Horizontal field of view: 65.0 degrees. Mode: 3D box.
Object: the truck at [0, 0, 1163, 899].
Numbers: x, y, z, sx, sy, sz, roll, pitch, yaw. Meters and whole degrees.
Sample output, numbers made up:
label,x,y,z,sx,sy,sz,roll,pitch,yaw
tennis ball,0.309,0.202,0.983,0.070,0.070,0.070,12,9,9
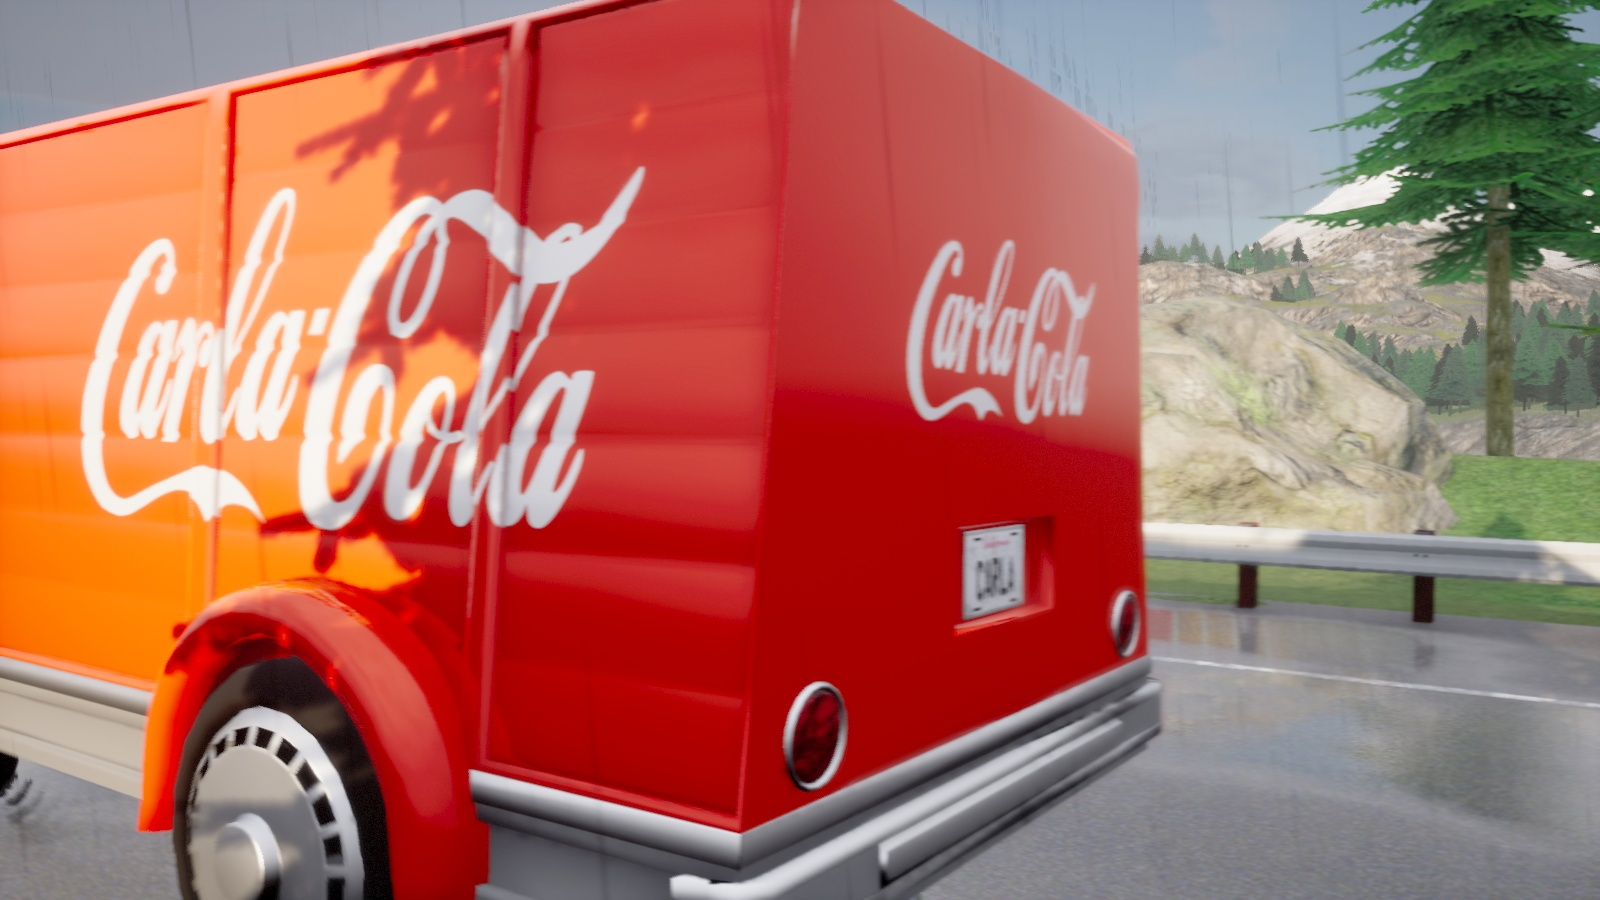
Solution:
label,x,y,z,sx,sy,sz,roll,pitch,yaw
truck,-1.641,0.195,4.704,5.204,2.467,2.627,0,1,34
